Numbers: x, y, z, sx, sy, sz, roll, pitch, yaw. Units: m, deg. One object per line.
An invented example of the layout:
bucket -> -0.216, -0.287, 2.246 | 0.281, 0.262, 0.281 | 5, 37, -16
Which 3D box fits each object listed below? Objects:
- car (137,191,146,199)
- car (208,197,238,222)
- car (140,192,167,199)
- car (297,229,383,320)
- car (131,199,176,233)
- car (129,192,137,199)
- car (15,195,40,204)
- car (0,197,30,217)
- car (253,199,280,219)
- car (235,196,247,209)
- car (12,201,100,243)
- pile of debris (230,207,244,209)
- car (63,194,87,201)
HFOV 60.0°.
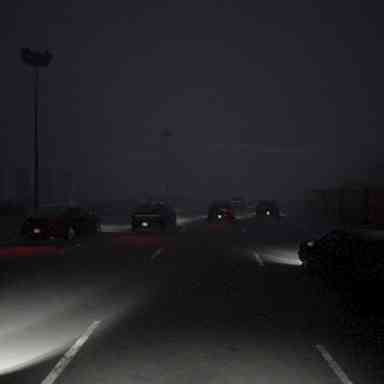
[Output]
car -> -7.610, 1.070, 60.105 | 2.097, 1.767, 4.553 | 0, 0, 16
car -> 2.261, 1.394, 25.011 | 1.837, 1.490, 4.892 | 0, 1, 9
car -> -3.277, 1.192, 33.598 | 2.097, 1.767, 4.553 | 0, 0, 11
car -> 3.853, 1.520, 7.248 | 2.033, 1.411, 5.357 | 0, 0, 3
car -> -2.097, 1.400, 19.167 | 2.128, 1.511, 4.902 | 0, 0, 6
car -> -10.086, 0.916, 64.159 | 2.150, 2.045, 5.566 | 0, 0, 16
car -> -20.170, 1.139, 39.333 | 2.097, 1.767, 4.553 | 0, 0, 12
car -> -15.506, 1.403, 26.080 | 2.033, 1.411, 5.357 | 0, 0, 8
car -> 6.367, 1.384, 28.296 | 1.837, 1.490, 4.892 | 0, 0, 10
car -> 5.831, 1.320, 41.999 | 1.837, 1.490, 4.892 | 0, 0, 14
car -> -5.986, 1.395, 15.790 | 1.882, 1.535, 5.008 | 0, 0, 5
pile of debris -> 5.615, 1.992, 41.729 | 1.500, 0.140, 1.860 | 0, 0, 15
car -> -19.663, 1.064, 55.888 | 2.097, 1.767, 4.553 | 0, 0, 15
